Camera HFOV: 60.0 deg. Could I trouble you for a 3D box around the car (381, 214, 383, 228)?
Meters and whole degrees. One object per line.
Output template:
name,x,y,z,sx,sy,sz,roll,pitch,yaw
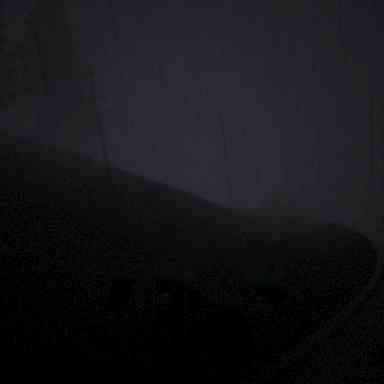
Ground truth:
car,12.148,1.565,18.453,1.895,1.301,4.718,0,0,14

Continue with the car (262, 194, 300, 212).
car,10.483,1.262,39.607,2.150,2.045,5.566,0,0,-18
